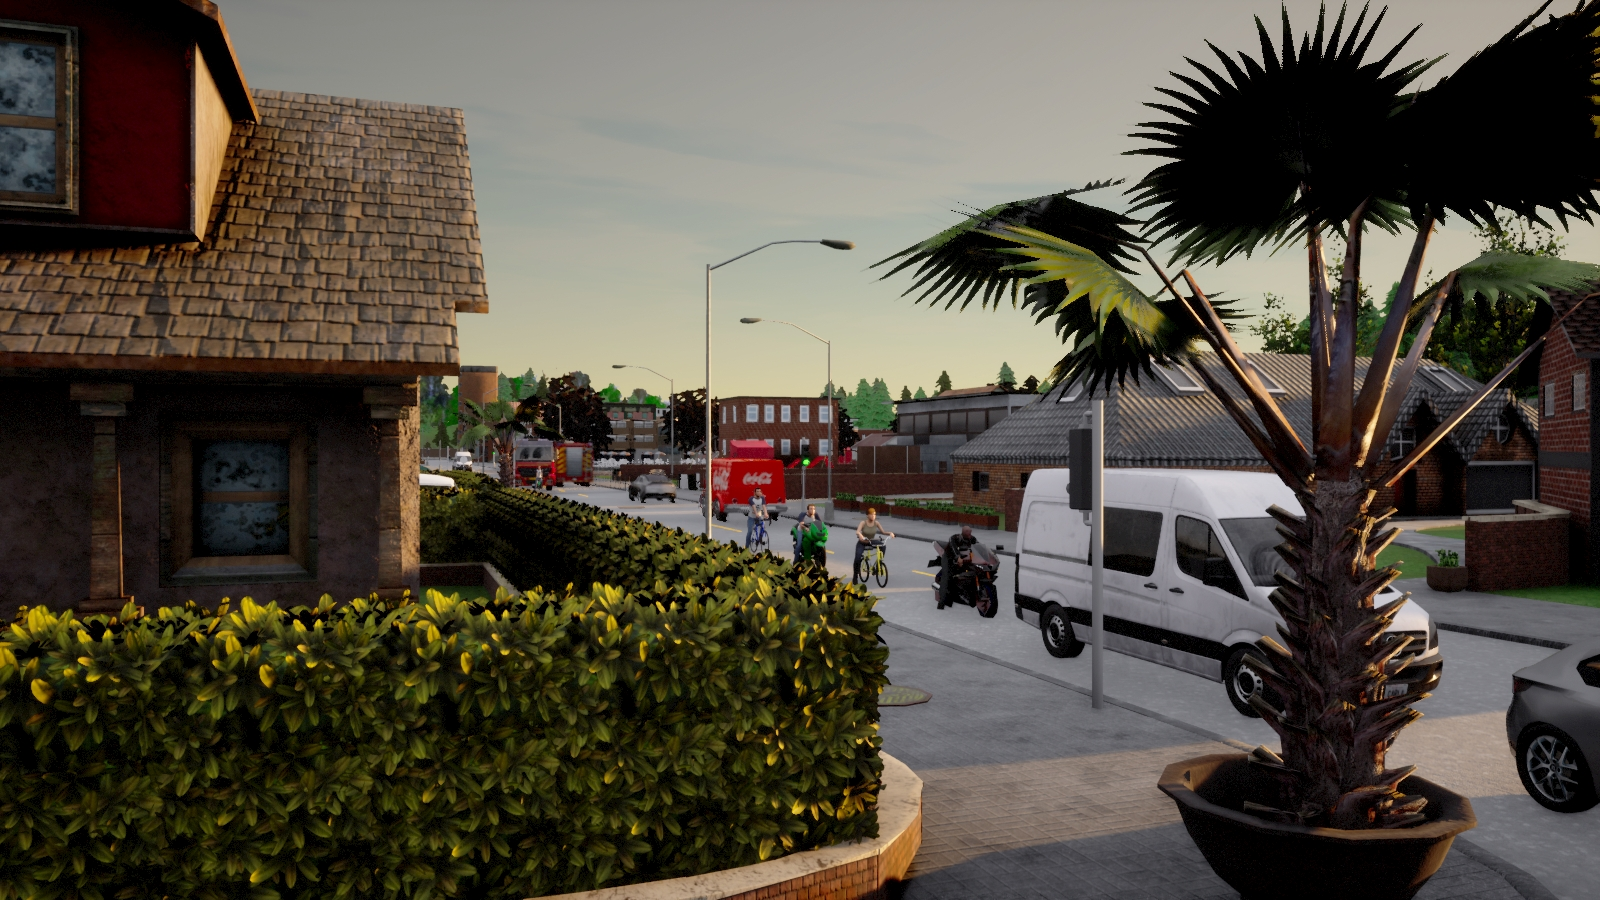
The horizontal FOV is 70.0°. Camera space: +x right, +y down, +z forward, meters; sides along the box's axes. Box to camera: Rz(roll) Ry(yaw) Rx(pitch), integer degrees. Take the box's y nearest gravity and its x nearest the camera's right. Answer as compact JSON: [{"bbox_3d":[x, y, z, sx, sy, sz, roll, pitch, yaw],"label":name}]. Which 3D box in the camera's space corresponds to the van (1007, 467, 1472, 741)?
[{"bbox_3d":[4.966,1.538,14.186,1.988,2.561,5.915,0,0,-20],"label":"van"}]

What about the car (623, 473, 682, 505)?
[{"bbox_3d":[-7.998,2.053,61.472,2.128,1.511,4.902,0,0,-20],"label":"car"}]

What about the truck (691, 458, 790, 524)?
[{"bbox_3d":[-2.504,1.577,46.375,2.627,2.467,5.204,0,0,-20],"label":"truck"}]

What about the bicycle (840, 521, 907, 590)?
[{"bbox_3d":[1.505,2.162,23.648,0.859,1.276,1.487,0,0,-19],"label":"bicycle"}]

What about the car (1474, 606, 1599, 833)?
[{"bbox_3d":[6.934,2.069,7.650,1.816,1.474,4.193,0,0,-12],"label":"car"}]
